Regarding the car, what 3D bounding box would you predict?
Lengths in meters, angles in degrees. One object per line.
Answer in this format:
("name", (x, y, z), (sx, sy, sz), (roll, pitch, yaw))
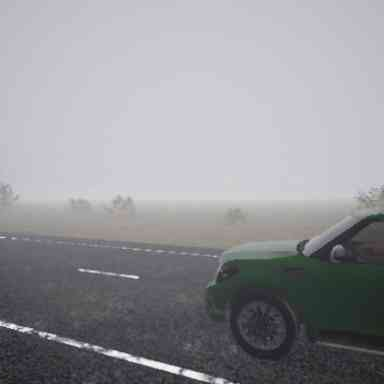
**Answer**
("car", (2.949, 1.185, 4.550), (5.566, 2.045, 2.150), (0, 0, 26))
